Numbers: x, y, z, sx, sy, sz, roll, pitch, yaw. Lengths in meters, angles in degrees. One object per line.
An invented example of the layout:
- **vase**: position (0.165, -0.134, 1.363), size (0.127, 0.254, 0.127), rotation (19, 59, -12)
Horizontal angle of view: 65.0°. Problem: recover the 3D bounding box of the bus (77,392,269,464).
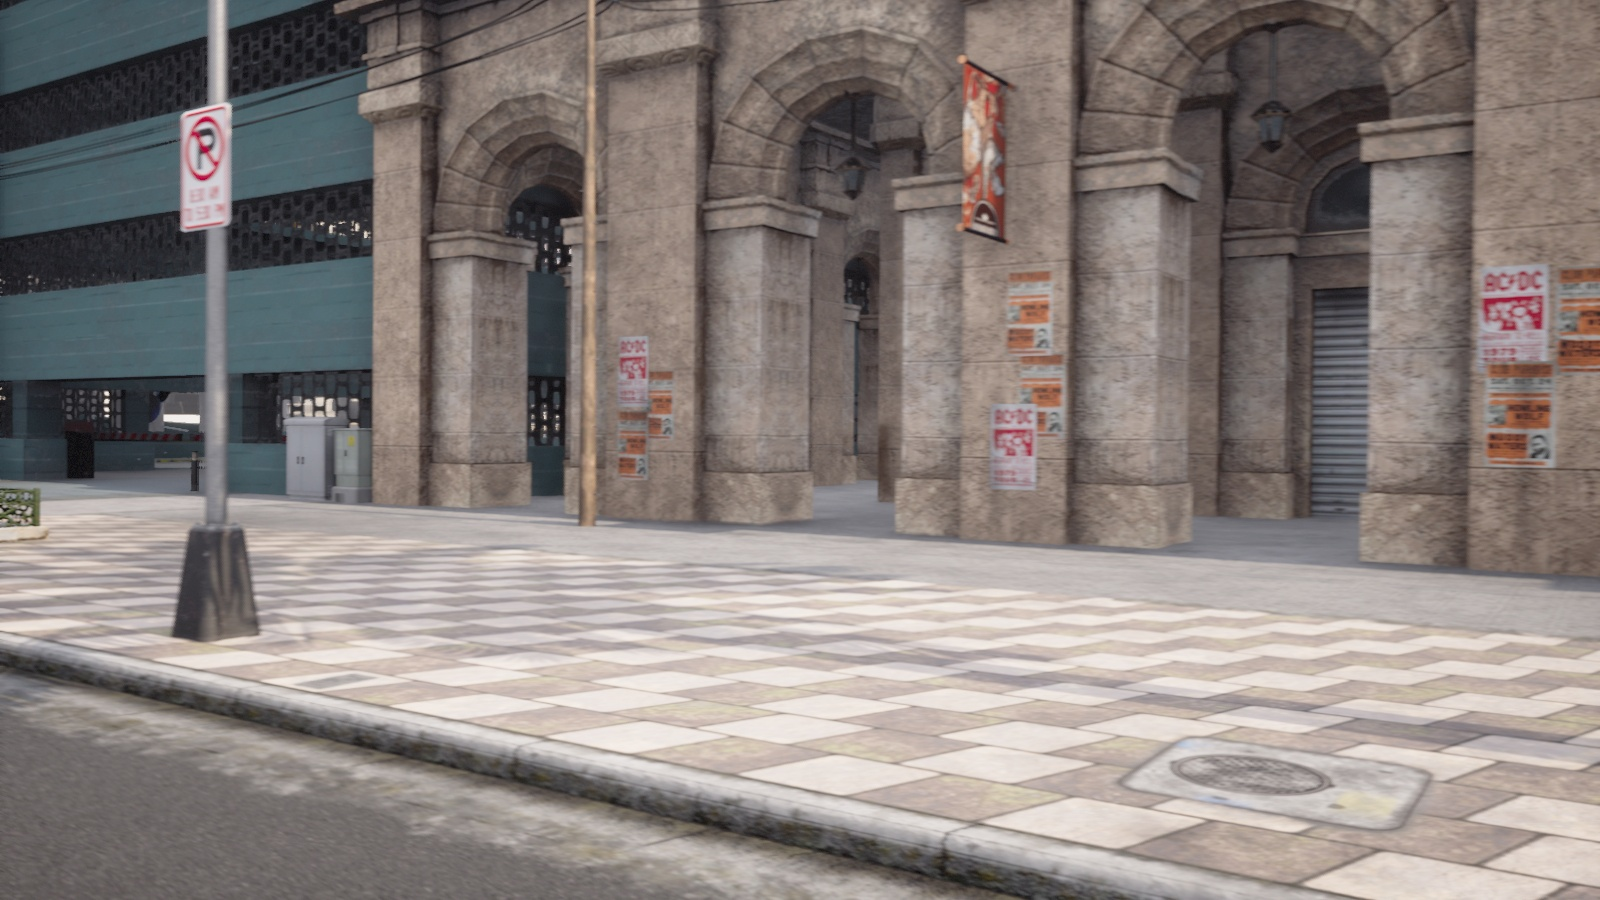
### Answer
- **bus**: position (-39.688, -1.377, 80.014), size (3.944, 4.253, 10.273), rotation (0, 1, 34)
